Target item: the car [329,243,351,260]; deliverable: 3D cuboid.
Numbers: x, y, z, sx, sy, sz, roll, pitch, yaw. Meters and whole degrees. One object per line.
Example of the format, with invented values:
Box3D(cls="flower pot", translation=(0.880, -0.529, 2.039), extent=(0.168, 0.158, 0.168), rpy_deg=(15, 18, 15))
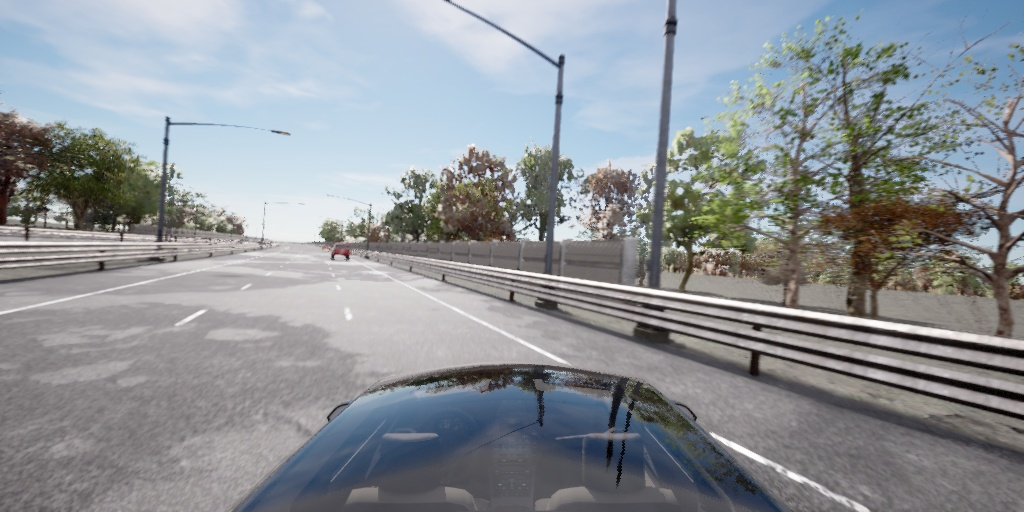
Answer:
Box3D(cls="car", translation=(-23.348, -0.677, 48.915), extent=(2.150, 2.045, 5.566), rpy_deg=(4, 0, -29))
